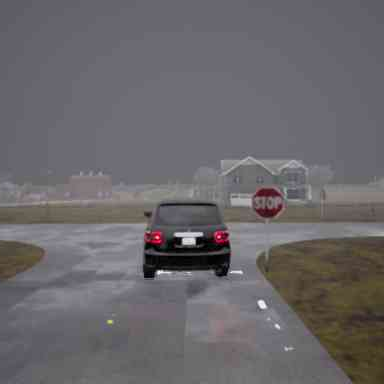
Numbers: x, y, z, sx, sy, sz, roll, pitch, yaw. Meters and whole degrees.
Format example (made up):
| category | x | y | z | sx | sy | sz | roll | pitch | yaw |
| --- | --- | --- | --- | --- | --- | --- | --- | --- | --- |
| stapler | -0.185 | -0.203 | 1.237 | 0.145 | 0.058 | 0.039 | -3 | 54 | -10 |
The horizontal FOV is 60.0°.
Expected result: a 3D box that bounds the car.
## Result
| category | x | y | z | sx | sy | sz | roll | pitch | yaw |
| --- | --- | --- | --- | --- | --- | --- | --- | --- | --- |
| car | -0.288 | 1.165 | 10.081 | 2.150 | 2.045 | 5.566 | 0 | 1 | -5 |
